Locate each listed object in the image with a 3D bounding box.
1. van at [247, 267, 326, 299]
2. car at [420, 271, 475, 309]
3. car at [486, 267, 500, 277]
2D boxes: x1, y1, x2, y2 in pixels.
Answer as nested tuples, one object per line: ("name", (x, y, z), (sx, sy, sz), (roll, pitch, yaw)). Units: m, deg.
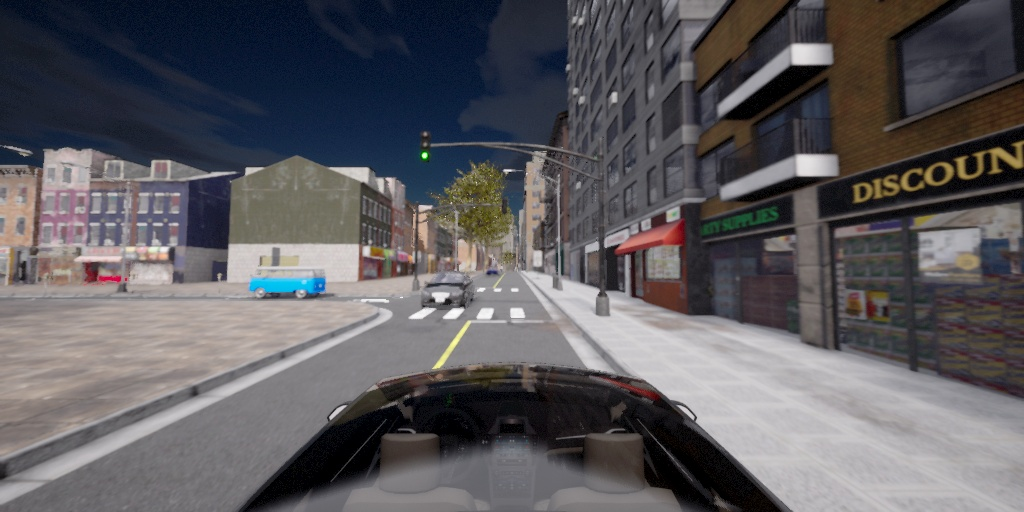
("van", (-12.927, 1.518, 20.689), (3.998, 1.789, 1.690), (0, 0, 0))
("car", (-2.755, 1.455, 16.186), (2.128, 1.511, 4.902), (0, -1, 0))
("car", (-2.755, 2.270, 51.775), (1.895, 1.301, 4.718), (0, -1, 0))
